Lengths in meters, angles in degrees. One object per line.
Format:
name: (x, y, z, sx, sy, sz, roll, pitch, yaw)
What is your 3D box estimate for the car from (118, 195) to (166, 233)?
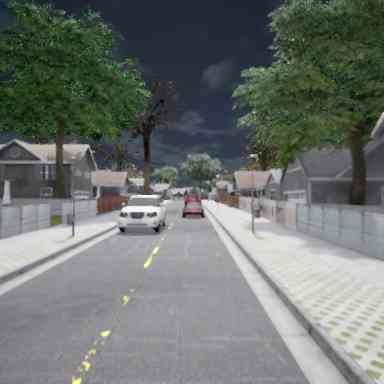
car: (-2.780, 1.173, 19.630, 2.150, 2.045, 5.566, 0, 0, 1)

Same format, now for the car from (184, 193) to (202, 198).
car: (0.111, 1.178, 44.060, 2.150, 2.045, 5.566, 0, 0, 0)

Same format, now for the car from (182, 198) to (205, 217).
car: (0.111, 1.508, 30.215, 1.994, 1.385, 4.181, 0, 0, 0)
